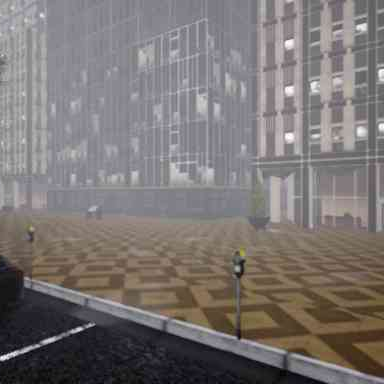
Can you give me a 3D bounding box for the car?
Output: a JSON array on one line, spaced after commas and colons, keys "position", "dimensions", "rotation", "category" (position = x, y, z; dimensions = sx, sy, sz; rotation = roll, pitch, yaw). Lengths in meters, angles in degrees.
[{"position": [-4.924, 1.563, 6.393], "dimensions": [4.313, 1.339, 1.947], "rotation": [0, 0, 36], "category": "car"}]
